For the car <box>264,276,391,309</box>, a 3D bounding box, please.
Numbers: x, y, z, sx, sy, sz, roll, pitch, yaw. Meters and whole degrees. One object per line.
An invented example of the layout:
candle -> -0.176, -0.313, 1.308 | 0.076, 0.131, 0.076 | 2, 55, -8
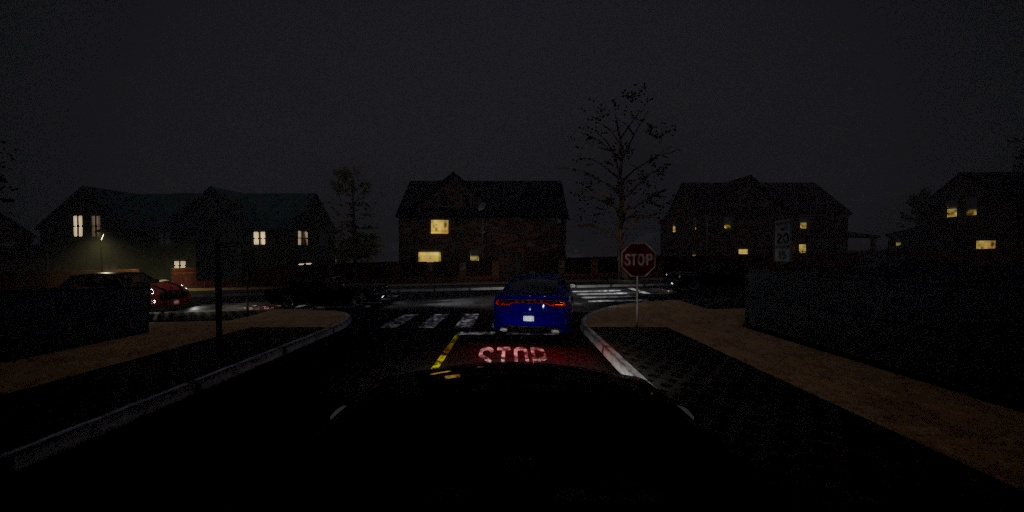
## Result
car -> -7.810, 1.506, 15.540 | 4.718, 1.301, 1.895 | -1, 1, 0

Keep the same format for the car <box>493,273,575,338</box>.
car -> 0.787, 1.226, 10.331 | 1.882, 1.535, 5.008 | 0, 0, 10

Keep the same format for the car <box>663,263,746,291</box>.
car -> 10.412, 1.034, 18.465 | 4.718, 1.301, 1.895 | -1, 1, -1

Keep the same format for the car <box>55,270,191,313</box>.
car -> -16.798, 1.471, 15.533 | 4.553, 1.767, 2.097 | -1, 1, 0

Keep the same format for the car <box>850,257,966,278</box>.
car -> 20.057, 0.754, 18.501 | 5.357, 1.411, 2.033 | -1, 1, 0
